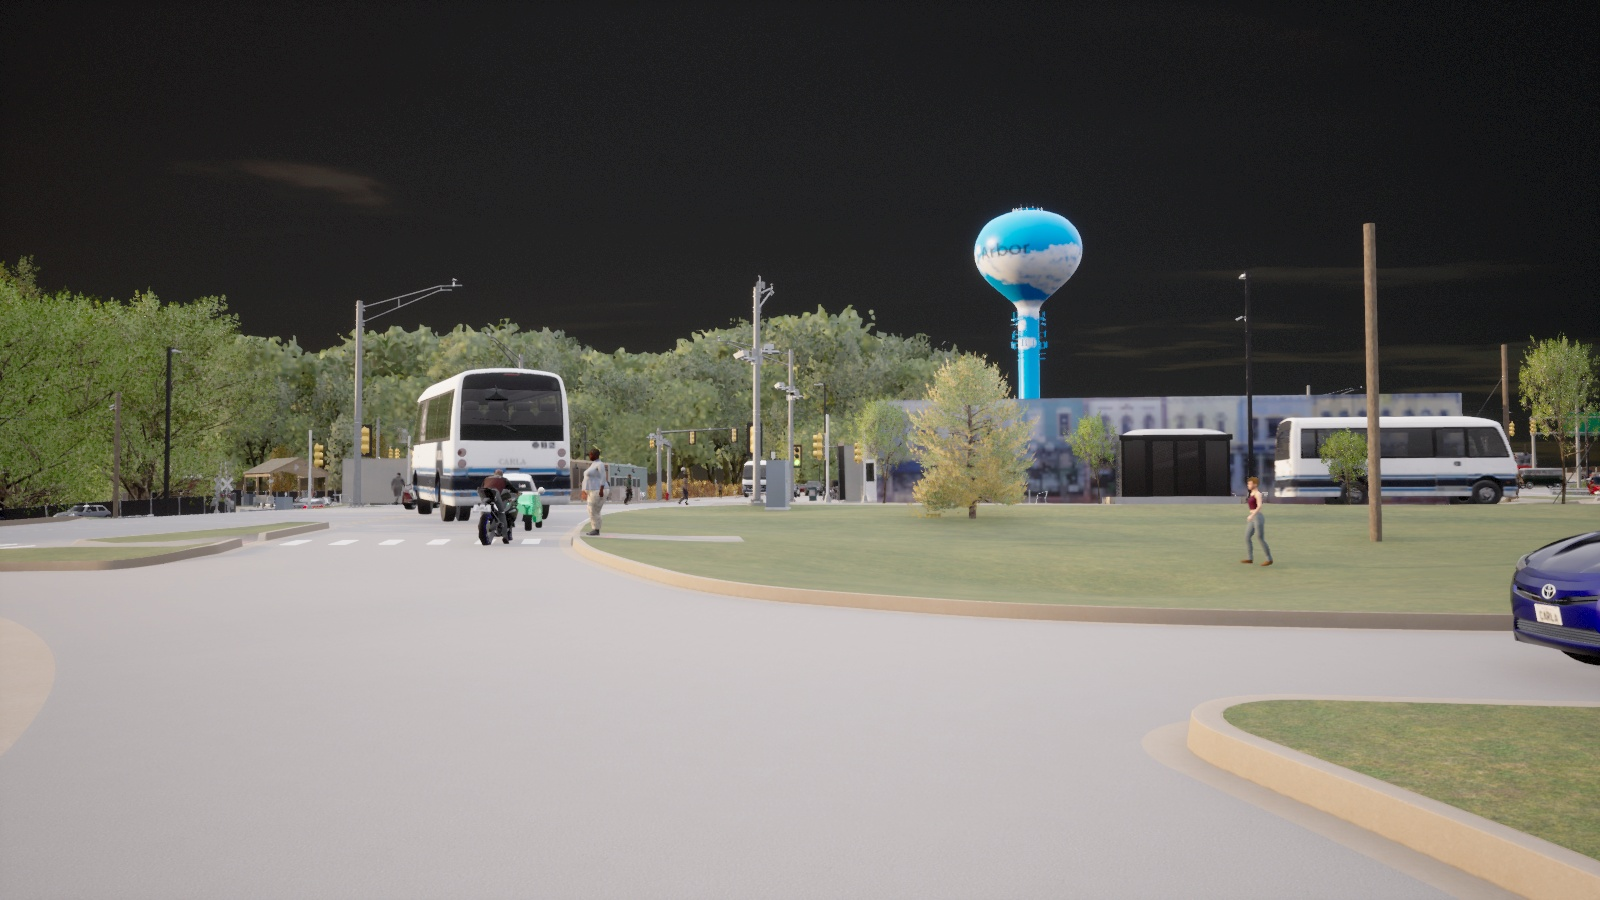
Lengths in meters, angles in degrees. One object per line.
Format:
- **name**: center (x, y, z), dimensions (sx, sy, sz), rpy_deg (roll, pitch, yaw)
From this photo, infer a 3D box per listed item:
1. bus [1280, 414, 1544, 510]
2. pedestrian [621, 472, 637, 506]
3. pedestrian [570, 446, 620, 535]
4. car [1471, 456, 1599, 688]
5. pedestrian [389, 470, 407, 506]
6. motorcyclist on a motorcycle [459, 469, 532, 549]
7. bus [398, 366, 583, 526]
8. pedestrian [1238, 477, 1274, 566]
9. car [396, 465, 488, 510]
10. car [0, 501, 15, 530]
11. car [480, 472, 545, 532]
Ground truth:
- **bus**: center (28.172, 0.632, 58.405), dimensions (10.273, 4.253, 3.944), rpy_deg (0, -3, 8)
- **pedestrian**: center (-9.799, 2.228, 71.962), dimensions (0.788, 1.949, 0.423), rpy_deg (0, -3, 10)
- **pedestrian**: center (-4.340, 0.867, 26.588), dimensions (0.900, 1.855, 0.874), rpy_deg (1, -3, -19)
- **car**: center (7.530, 0.823, 8.827), dimensions (4.514, 1.525, 2.007), rpy_deg (0, -2, 2)
- **pedestrian**: center (-21.867, 2.067, 68.299), dimensions (0.659, 1.952, 0.873), rpy_deg (0, -3, 0)
- **motorcyclist on a motorcycle**: center (-6.116, 1.153, 25.371), dimensions (0.866, 1.530, 2.191), rpy_deg (0, -1, 2)
- **bus**: center (-9.871, -0.054, 38.898), dimensions (3.944, 4.253, 10.273), rpy_deg (0, -1, -23)
- **pedestrian**: center (9.485, 1.483, 26.133), dimensions (0.594, 1.836, 0.345), rpy_deg (0, -3, 1)
- **car**: center (-13.711, 1.435, 48.391), dimensions (2.033, 1.649, 4.856), rpy_deg (0, -2, 2)
- **car**: center (-52.347, 4.215, 79.884), dimensions (1.905, 1.878, 3.866), rpy_deg (-1, -1, 14)
- **car**: center (-7.039, 1.252, 30.900), dimensions (1.481, 1.376, 2.207), rpy_deg (0, -1, -11)
